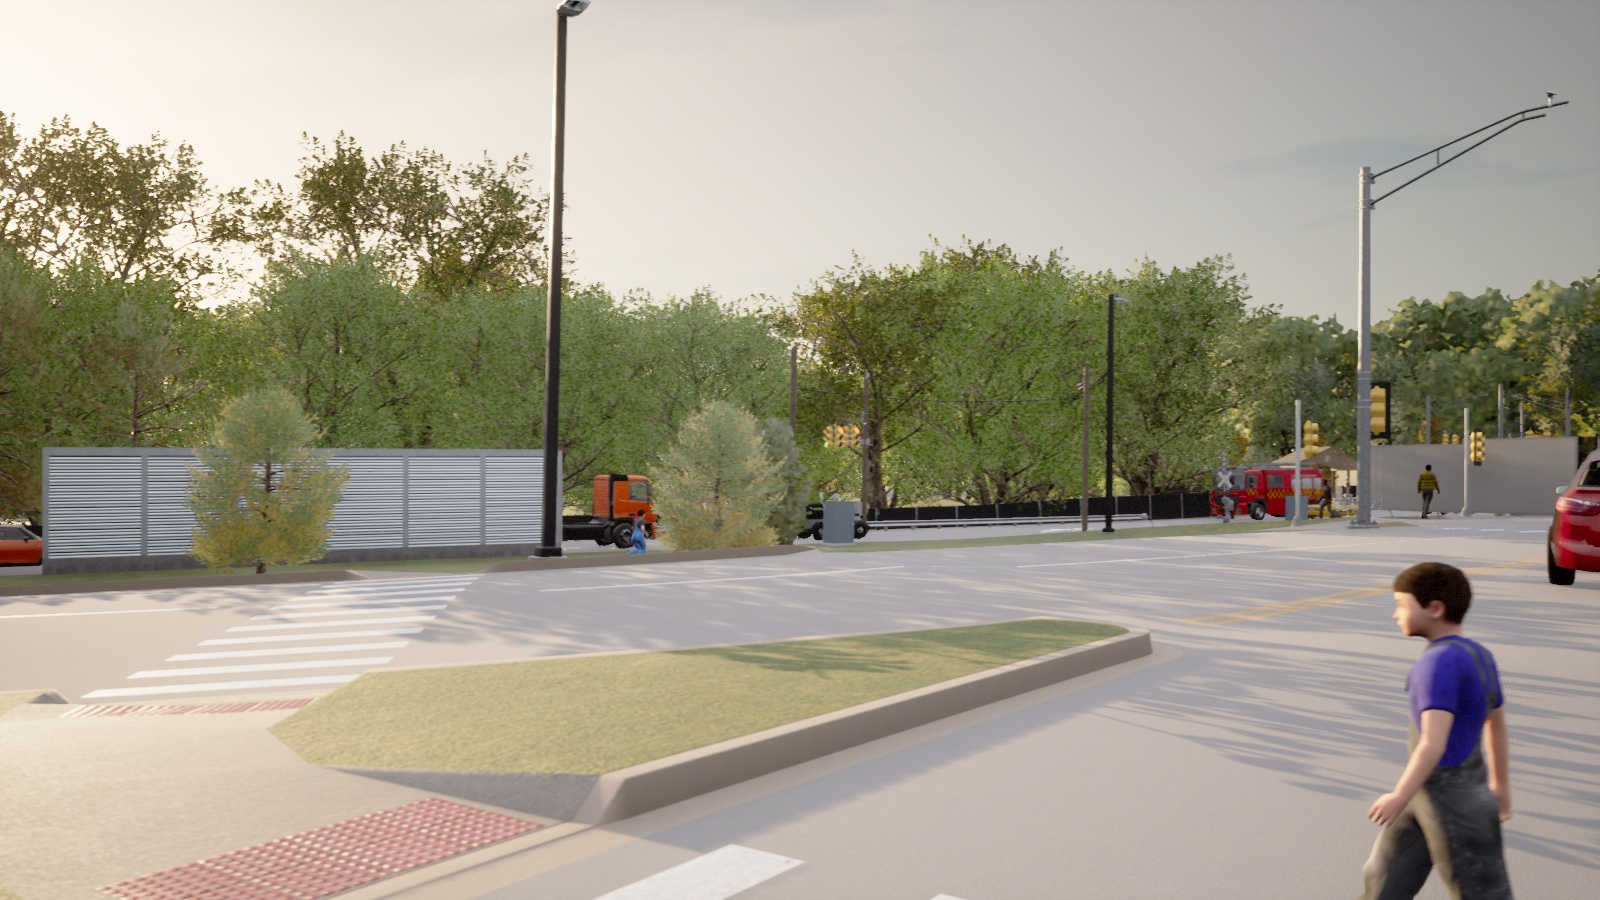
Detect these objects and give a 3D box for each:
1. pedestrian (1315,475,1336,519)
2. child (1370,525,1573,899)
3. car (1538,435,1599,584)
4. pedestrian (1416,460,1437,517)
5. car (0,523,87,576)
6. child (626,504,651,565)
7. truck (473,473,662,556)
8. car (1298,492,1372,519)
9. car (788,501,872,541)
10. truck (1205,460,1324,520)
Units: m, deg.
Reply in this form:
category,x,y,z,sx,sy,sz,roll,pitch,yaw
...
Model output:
category,x,y,z,sx,sy,sz,roll,pitch,yaw
pedestrian,22.017,1.968,52.610,0.703,1.840,0.431,-1,-2,44
child,1.742,0.836,3.259,0.437,1.263,0.270,0,-2,34
car,10.693,0.671,15.672,2.242,1.667,4.611,-1,-1,34
pedestrian,20.632,1.263,41.368,0.431,1.840,0.709,-1,-2,43
car,-28.923,3.666,46.188,4.553,1.767,2.097,0,-1,-34
child,-3.410,1.772,26.486,0.270,1.263,0.437,-1,-2,38
truck,-10.535,2.838,57.227,7.936,3.462,2.891,0,-1,-31
car,35.854,3.703,84.079,5.366,1.575,1.801,0,0,-31
car,1.553,3.615,64.341,3.866,1.878,1.905,0,-1,-30
truck,31.734,2.662,85.702,8.468,3.827,2.891,0,-1,-32
